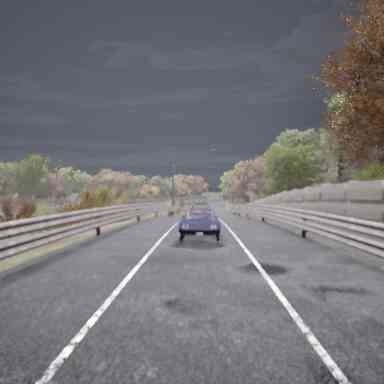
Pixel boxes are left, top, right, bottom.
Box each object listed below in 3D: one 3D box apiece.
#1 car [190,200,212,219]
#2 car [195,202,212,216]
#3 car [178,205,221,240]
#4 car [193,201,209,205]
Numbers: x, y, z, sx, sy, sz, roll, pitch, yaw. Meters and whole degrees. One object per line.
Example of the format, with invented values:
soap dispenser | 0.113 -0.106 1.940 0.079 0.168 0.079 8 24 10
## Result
car | 0.967 1.758 34.375 2.097 1.767 4.553 0 -2 3
car | 1.563 2.313 45.061 2.097 1.767 4.553 0 -3 4
car | 0.395 1.540 16.497 1.895 1.301 4.718 0 -1 2
car | 0.721 1.660 27.473 1.837 1.490 4.892 0 -2 2
